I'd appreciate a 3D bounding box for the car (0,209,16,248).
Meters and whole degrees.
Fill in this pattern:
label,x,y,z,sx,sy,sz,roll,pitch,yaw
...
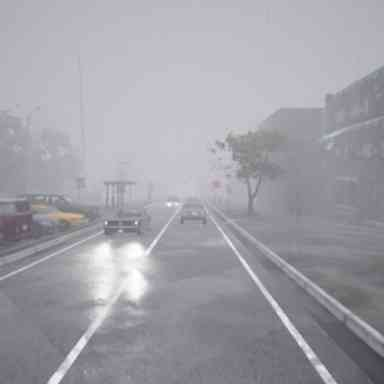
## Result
label,x,y,z,sx,sy,sz,roll,pitch,yaw
car,-8.960,1.463,10.961,5.008,1.535,2.097,0,0,0

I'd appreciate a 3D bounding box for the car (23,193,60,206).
label,x,y,z,sx,sy,sz,roll,pitch,yaw
car,-22.113,1.084,49.046,4.553,1.767,2.185,0,0,0

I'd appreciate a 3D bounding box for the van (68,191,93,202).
label,x,y,z,sx,sy,sz,roll,pitch,yaw
van,-21.979,0.882,65.697,4.442,1.987,1.878,0,0,0

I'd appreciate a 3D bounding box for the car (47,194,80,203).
label,x,y,z,sx,sy,sz,roll,pitch,yaw
car,-22.118,1.187,57.373,4.792,1.488,2.163,0,0,0

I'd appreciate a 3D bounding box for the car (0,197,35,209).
label,x,y,z,sx,sy,sz,roll,pitch,yaw
car,-22.070,1.303,40.719,4.674,1.452,2.002,0,0,0

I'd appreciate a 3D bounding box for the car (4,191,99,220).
label,x,y,z,sx,sy,sz,roll,pitch,yaw
car,-8.948,1.136,22.173,5.566,2.045,2.435,0,0,0

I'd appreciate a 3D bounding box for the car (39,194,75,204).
label,x,y,z,sx,sy,sz,roll,pitch,yaw
car,-22.080,1.176,54.598,4.892,1.521,2.231,0,0,0

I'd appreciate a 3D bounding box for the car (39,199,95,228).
label,x,y,z,sx,sy,sz,roll,pitch,yaw
car,-8.788,1.403,19.371,5.366,1.575,1.946,0,0,0

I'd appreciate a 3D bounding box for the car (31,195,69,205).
label,x,y,z,sx,sy,sz,roll,pitch,yaw
car,-22.090,1.192,51.823,5.008,1.535,2.097,0,0,0

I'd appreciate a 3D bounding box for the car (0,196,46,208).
label,x,y,z,sx,sy,sz,roll,pitch,yaw
car,-22.071,1.245,43.496,5.008,1.535,2.097,0,0,0

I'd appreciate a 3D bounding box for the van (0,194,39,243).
label,x,y,z,sx,sy,sz,roll,pitch,yaw
van,-9.085,1.218,13.763,4.442,1.987,1.878,0,0,0

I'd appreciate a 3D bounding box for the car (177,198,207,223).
label,x,y,z,sx,sy,sz,roll,pitch,yaw
car,0.107,1.436,24.175,2.033,1.411,5.357,0,0,0

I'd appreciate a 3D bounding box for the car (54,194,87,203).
label,x,y,z,sx,sy,sz,roll,pitch,yaw
car,-21.905,1.138,60.147,5.366,1.575,1.946,0,0,0

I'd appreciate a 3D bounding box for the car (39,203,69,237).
label,x,y,z,sx,sy,sz,roll,pitch,yaw
car,-8.974,1.465,16.568,4.674,1.452,2.002,0,0,0

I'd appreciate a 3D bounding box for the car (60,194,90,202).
label,x,y,z,sx,sy,sz,roll,pitch,yaw
car,-22.124,1.154,62.924,4.792,1.488,2.163,0,0,0

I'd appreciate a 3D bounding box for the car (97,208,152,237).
label,x,y,z,sx,sy,sz,roll,pitch,yaw
car,-3.343,1.527,17.837,1.895,1.301,4.718,0,0,0

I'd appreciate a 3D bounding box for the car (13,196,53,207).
label,x,y,z,sx,sy,sz,roll,pitch,yaw
car,-22.076,1.267,46.272,4.674,1.452,2.002,0,0,0

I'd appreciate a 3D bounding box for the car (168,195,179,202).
label,x,y,z,sx,sy,sz,roll,pitch,yaw
car,-3.267,1.127,59.239,1.895,1.301,4.718,0,1,1
